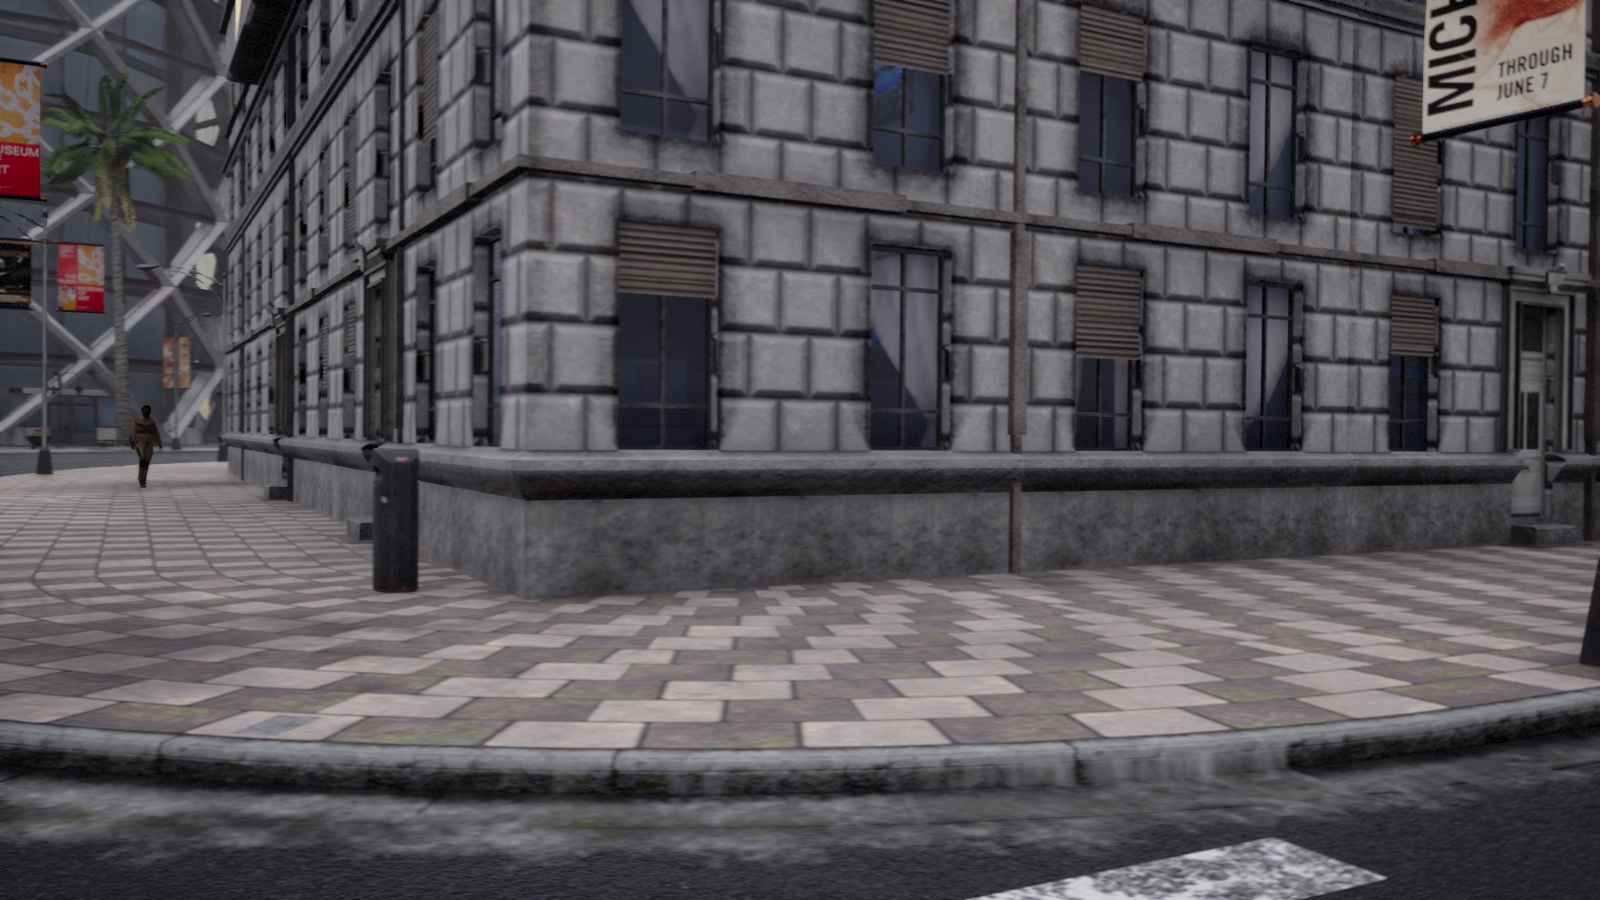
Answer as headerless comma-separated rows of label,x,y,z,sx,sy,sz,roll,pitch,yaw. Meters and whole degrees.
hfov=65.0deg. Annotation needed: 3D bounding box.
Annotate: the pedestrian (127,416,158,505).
pedestrian,-14.451,0.231,27.589,0.396,1.930,0.692,-1,1,-45
